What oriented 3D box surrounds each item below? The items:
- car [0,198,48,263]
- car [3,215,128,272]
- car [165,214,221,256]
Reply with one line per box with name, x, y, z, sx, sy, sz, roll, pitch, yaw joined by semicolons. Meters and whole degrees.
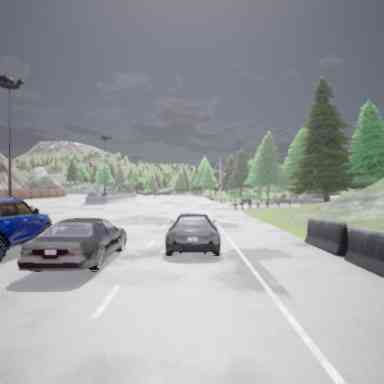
car;-6.964;1.197;11.755;2.150;2.045;5.566;0;1;1
car;-3.475;1.527;10.719;2.033;1.411;5.357;0;0;0
car;0.043;1.532;13.077;1.994;1.385;4.181;0;0;0
